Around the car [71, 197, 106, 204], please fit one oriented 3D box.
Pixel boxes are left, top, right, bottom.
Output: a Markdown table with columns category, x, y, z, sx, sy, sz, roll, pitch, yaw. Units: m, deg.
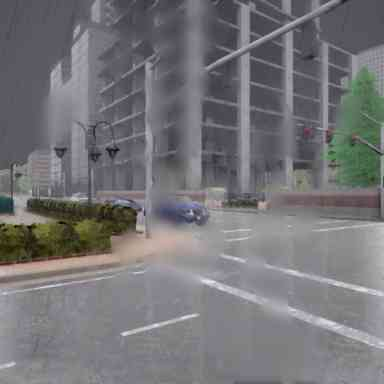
| category | x | y | z | sx | sy | sz | roll | pitch | yaw |
| --- | --- | --- | --- | --- | --- | --- | --- | --- | --- |
| car | -11.176 | 1.509 | 35.488 | 1.994 | 1.385 | 4.181 | 0 | 0 | -36 |

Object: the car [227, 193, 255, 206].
| category | x | y | z | sx | sy | sz | roll | pitch | yaw |
| --- | --- | --- | --- | --- | --- | --- | --- | --- | --- |
| car | 7.080 | 1.114 | 50.644 | 1.905 | 1.878 | 3.866 | 0 | 0 | -36 |

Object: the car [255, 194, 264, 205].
| category | x | y | z | sx | sy | sz | roll | pitch | yaw |
| --- | --- | --- | --- | --- | --- | --- | --- | --- | --- |
| car | 9.469 | 1.114 | 52.359 | 1.905 | 1.878 | 3.866 | 0 | 0 | -36 |

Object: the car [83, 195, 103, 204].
| category | x | y | z | sx | sy | sz | roll | pitch | yaw |
| --- | --- | --- | --- | --- | --- | --- | --- | --- | --- |
| car | -19.461 | 1.436 | 65.094 | 2.128 | 1.511 | 4.902 | 0 | 0 | -36 |

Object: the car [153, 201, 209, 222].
| category | x | y | z | sx | sy | sz | roll | pitch | yaw |
| --- | --- | --- | --- | --- | --- | --- | --- | --- | --- |
| car | -1.053 | 1.492 | 27.503 | 2.033 | 1.411 | 5.357 | 0 | 0 | -36 |

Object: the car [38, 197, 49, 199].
| category | x | y | z | sx | sy | sz | roll | pitch | yaw |
| --- | --- | --- | --- | --- | --- | --- | --- | --- | --- |
| car | -23.408 | 1.472 | 52.479 | 1.812 | 1.442 | 4.674 | 0 | 0 | -36 |

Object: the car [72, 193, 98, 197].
| category | x | y | z | sx | sy | sz | roll | pitch | yaw |
| --- | --- | --- | --- | --- | --- | --- | --- | --- | --- |
| car | -15.558 | 1.166 | 47.509 | 2.150 | 2.045 | 5.566 | 0 | 0 | -36 |

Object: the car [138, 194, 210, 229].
| category | x | y | z | sx | sy | sz | roll | pitch | yaw |
| --- | --- | --- | --- | --- | --- | --- | --- | --- | --- |
| car | -1.155 | 1.167 | 21.708 | 2.150 | 2.045 | 5.566 | 0 | 0 | -35 |

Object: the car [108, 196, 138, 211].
| category | x | y | z | sx | sy | sz | roll | pitch | yaw |
| --- | --- | --- | --- | --- | --- | --- | --- | --- | --- |
| car | -7.036 | 1.470 | 35.760 | 1.812 | 1.442 | 4.674 | 0 | 0 | -36 |

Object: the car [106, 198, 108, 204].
| category | x | y | z | sx | sy | sz | roll | pitch | yaw |
| --- | --- | --- | --- | --- | --- | --- | --- | --- | --- |
| car | -13.356 | 1.436 | 56.684 | 2.128 | 1.511 | 4.902 | 0 | 0 | -36 |
